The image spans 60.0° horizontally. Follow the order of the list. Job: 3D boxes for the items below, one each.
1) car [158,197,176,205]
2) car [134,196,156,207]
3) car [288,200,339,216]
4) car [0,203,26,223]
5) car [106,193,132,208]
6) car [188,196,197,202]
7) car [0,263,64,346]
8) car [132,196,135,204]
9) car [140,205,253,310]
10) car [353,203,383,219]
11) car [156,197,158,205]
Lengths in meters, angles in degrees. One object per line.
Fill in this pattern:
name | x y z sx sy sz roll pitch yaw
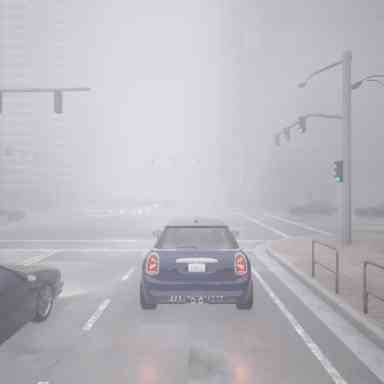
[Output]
car | -3.356 1.477 48.239 1.882 1.535 5.008 0 0 1
car | -7.013 1.564 50.406 1.994 1.385 4.181 0 0 0
car | 11.708 1.526 32.177 4.674 1.442 1.812 0 0 1
car | -15.254 1.477 25.172 5.008 1.535 1.882 0 0 0
car | -10.519 1.352 48.143 2.097 1.767 4.553 0 0 0
car | 0.123 1.553 72.632 1.994 1.385 4.181 0 0 0
car | -3.414 1.547 4.142 2.033 1.411 5.357 0 0 -1
car | -10.481 1.505 58.088 1.837 1.490 4.892 0 0 0
car | 0.092 1.352 8.000 2.097 1.767 4.553 0 0 0
car | 16.502 1.601 28.634 4.718 1.301 1.895 0 0 1
car | -6.972 1.601 60.367 1.895 1.301 4.718 0 0 0
